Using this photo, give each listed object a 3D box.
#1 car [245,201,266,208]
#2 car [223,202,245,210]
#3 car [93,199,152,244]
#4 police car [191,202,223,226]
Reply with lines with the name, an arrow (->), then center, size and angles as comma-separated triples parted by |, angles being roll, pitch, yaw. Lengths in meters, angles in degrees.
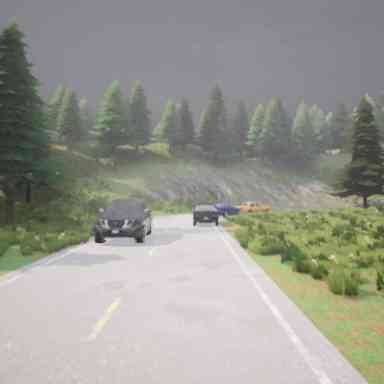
car -> 6.819, 1.805, 37.896 | 5.366, 1.575, 1.801 | 0, -1, -39
car -> 3.288, 1.791, 33.943 | 1.882, 1.535, 5.008 | 0, -1, 32
car -> -3.313, 1.379, 17.034 | 2.150, 2.045, 5.566 | 0, -1, -1
police car -> 1.005, 1.665, 25.896 | 1.930, 1.638, 5.238 | 0, -1, 0
